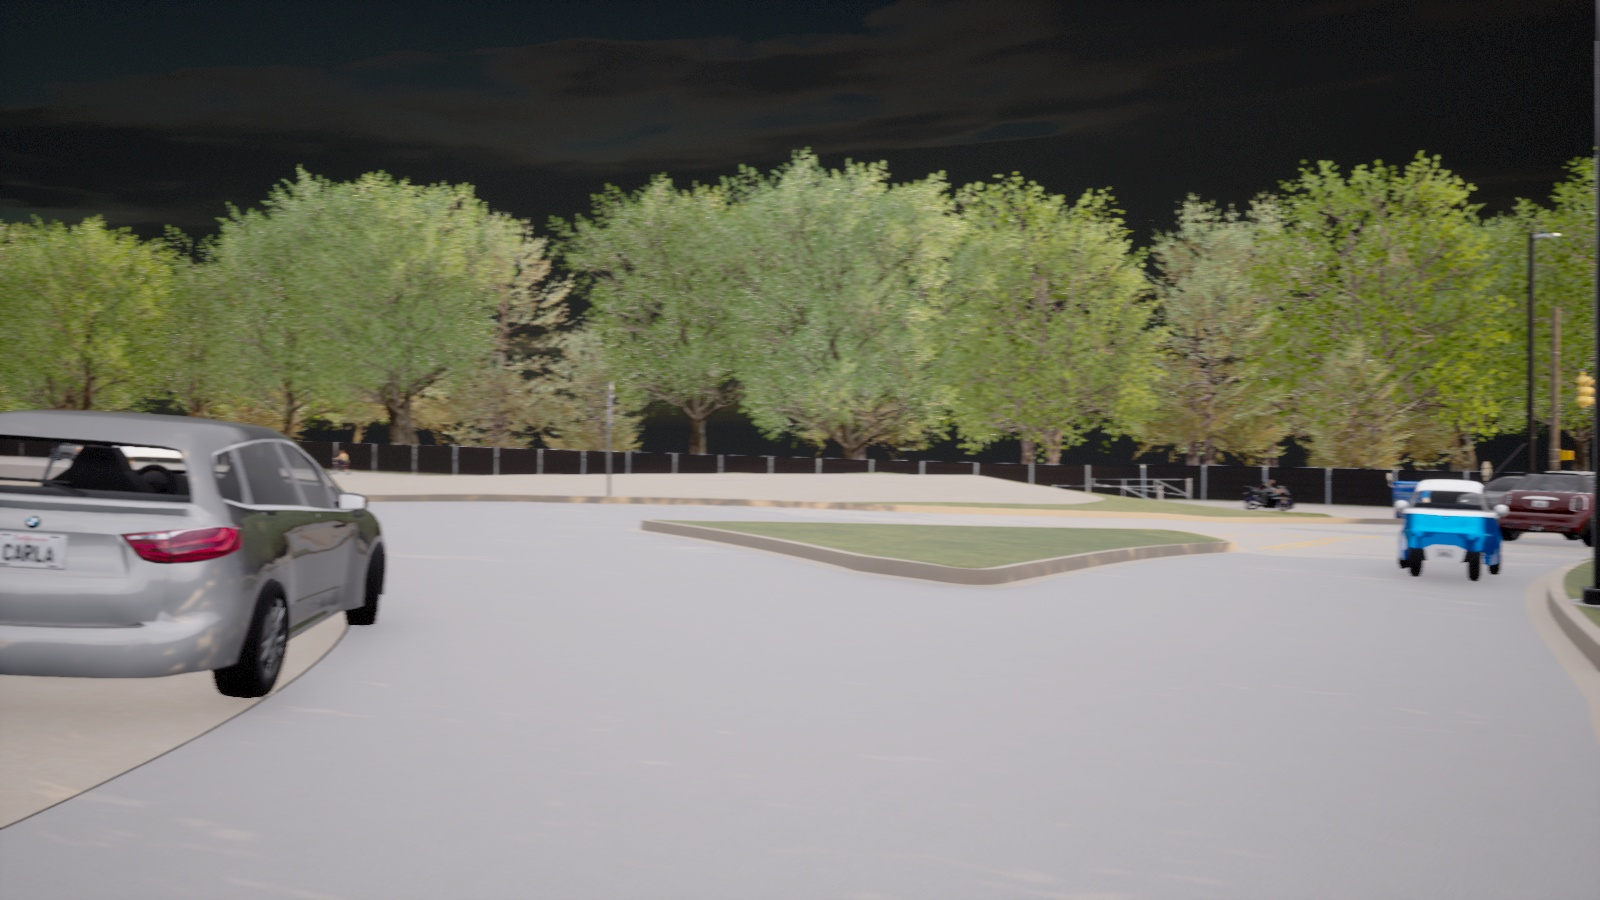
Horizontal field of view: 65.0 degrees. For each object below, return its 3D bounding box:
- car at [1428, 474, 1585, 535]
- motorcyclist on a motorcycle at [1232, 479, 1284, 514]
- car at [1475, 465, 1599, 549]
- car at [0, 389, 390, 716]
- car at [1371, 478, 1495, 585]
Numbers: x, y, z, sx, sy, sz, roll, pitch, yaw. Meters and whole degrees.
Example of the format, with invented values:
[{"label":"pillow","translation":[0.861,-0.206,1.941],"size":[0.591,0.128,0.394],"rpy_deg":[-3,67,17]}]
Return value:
[{"label":"car","translation":[19.929,1.525,35.452],"size":[3.705,1.549,1.789],"rpy_deg":[2,0,-18]},{"label":"motorcyclist on a motorcycle","translation":[21.780,2.194,59.733],"size":[2.191,1.530,0.866],"rpy_deg":[1,2,32]},{"label":"car","translation":[18.011,1.326,29.221],"size":[4.553,1.767,2.097],"rpy_deg":[2,0,-34]},{"label":"car","translation":[-4.558,0.508,8.852],"size":[2.242,1.667,4.611],"rpy_deg":[4,0,-7]},{"label":"car","translation":[9.218,1.120,18.243],"size":[1.481,1.376,2.207],"rpy_deg":[2,0,29]}]
